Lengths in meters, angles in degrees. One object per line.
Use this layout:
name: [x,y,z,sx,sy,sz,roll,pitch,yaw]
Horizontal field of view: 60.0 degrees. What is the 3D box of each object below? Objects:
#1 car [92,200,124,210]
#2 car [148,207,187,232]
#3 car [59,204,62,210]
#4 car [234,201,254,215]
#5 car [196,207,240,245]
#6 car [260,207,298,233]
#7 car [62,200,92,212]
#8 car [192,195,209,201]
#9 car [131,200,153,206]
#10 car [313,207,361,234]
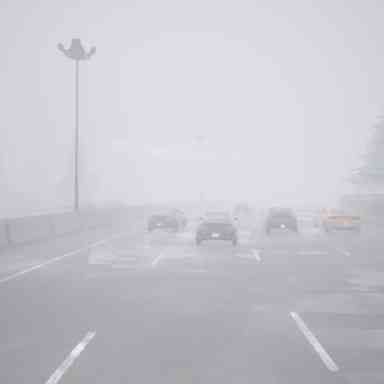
car: [-10.786,1.851,44.153,1.837,1.490,4.892,0,-1,17]
car: [-1.525,1.703,21.370,1.812,1.442,4.674,0,0,9]
car: [-16.937,1.839,47.928,1.882,1.535,5.008,0,-1,18]
car: [5.910,1.845,38.301,1.837,1.490,4.892,0,-1,16]
car: [1.265,1.668,16.305,1.812,1.442,4.674,0,0,7]
car: [5.544,1.700,21.289,1.837,1.490,4.892,0,-1,9]
car: [-14.486,1.812,44.002,1.882,1.535,5.008,0,0,17]
car: [2.081,1.666,81.571,2.150,2.045,5.566,0,-1,31]
car: [-6.700,1.894,45.498,1.812,1.442,4.674,0,0,18]
car: [9.051,1.681,21.105,1.882,1.535,5.008,0,-1,9]
